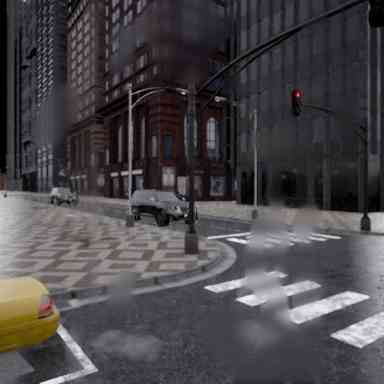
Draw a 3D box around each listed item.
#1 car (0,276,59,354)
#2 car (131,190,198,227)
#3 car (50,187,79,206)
[{"bbox_3d":[-4.122,1.526,3.714,4.829,1.417,1.752,0,0,-35],"label":"car"},{"bbox_3d":[-1.892,0.899,20.622,2.150,2.045,5.566,0,1,-36],"label":"car"},{"bbox_3d":[-14.992,0.492,38.894,2.150,2.045,5.566,0,1,-35],"label":"car"}]
